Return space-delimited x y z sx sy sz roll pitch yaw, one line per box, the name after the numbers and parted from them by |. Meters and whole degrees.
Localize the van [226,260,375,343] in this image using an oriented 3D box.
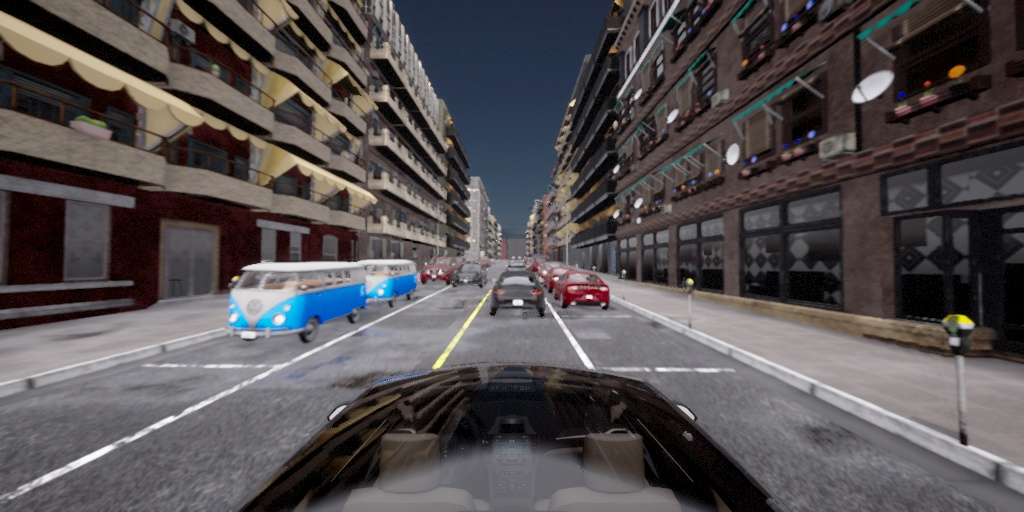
-5.256 1.050 9.267 1.690 1.789 3.998 0 0 1 | van

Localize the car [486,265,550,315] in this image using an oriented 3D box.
0.205 1.254 13.277 1.812 1.442 4.674 0 0 1 | car

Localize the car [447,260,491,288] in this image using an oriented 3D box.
-2.625 1.207 23.059 1.837 1.490 4.892 0 0 1 | car

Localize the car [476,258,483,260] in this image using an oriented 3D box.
-4.902 1.243 42.449 1.948 1.339 4.313 0 0 1 | car

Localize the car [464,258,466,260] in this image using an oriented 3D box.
-5.020 0.997 31.387 2.192 1.841 5.009 0 0 1 | car

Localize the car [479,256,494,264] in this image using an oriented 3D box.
-4.725 0.999 59.037 2.192 1.841 5.009 0 0 1 | car

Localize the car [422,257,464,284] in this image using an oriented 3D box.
-5.079 1.002 25.858 2.192 1.841 5.009 0 0 1 | car

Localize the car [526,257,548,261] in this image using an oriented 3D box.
2.886 1.030 36.774 2.192 1.841 5.009 0 0 1 | car

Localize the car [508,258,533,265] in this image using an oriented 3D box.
0.389 1.200 30.463 2.128 1.511 4.902 0 0 1 | car

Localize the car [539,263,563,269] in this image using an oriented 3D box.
2.743 1.275 20.182 1.888 1.381 4.507 0 0 1 | car

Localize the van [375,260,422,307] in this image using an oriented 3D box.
-5.197 1.041 14.798 1.690 1.789 3.998 0 0 1 | van

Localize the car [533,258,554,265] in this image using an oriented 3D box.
2.810 1.164 25.713 1.967 1.591 4.097 0 0 1 | car

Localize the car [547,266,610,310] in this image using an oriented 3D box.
2.685 1.283 14.653 1.888 1.381 4.507 0 0 1 | car
